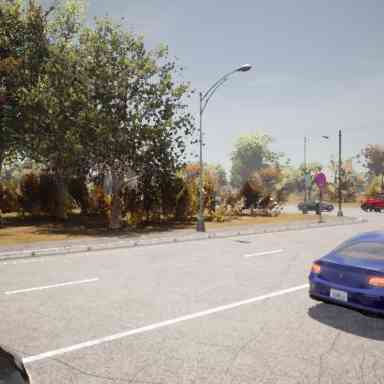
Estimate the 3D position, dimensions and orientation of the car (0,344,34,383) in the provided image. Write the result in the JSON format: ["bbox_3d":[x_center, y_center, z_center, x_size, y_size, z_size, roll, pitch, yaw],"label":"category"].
[{"bbox_3d":[-3.315,1.492,1.381,4.902,1.511,2.128,0,0,-36],"label":"car"}]

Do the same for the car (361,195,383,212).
[{"bbox_3d":[21.258,1.221,35.874,2.150,2.045,5.566,0,0,-32],"label":"car"}]

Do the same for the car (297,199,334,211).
[{"bbox_3d":[14.613,1.564,39.458,1.994,1.385,4.181,0,0,-32],"label":"car"}]

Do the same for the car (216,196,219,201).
[{"bbox_3d":[3.980,1.459,56.278,1.812,1.442,4.674,0,1,-32],"label":"car"}]

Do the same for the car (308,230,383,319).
[{"bbox_3d":[4.283,1.526,6.809,4.674,1.442,1.812,0,0,-36],"label":"car"}]
